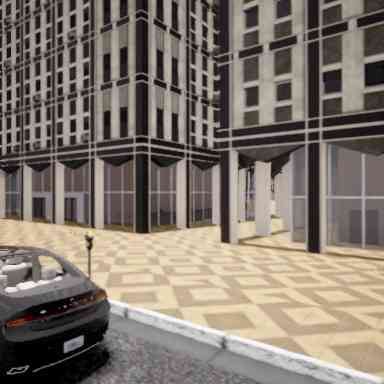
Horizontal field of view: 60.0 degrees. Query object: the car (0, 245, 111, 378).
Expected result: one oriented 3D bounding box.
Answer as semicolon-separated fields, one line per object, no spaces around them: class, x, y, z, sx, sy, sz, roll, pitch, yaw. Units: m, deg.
car;-3.142;1.511;5.126;4.403;1.369;2.008;1;0;36
